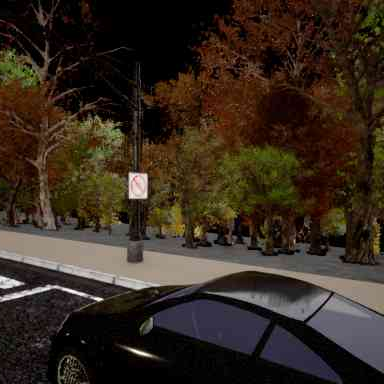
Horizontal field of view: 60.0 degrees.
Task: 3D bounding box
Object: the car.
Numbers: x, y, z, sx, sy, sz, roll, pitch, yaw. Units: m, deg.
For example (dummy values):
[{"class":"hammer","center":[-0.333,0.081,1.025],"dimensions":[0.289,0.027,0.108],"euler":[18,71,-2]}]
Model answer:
[{"class":"car","center":[0.397,1.564,3.404],"dimensions":[4.181,1.385,1.994],"euler":[0,0,36]}]
